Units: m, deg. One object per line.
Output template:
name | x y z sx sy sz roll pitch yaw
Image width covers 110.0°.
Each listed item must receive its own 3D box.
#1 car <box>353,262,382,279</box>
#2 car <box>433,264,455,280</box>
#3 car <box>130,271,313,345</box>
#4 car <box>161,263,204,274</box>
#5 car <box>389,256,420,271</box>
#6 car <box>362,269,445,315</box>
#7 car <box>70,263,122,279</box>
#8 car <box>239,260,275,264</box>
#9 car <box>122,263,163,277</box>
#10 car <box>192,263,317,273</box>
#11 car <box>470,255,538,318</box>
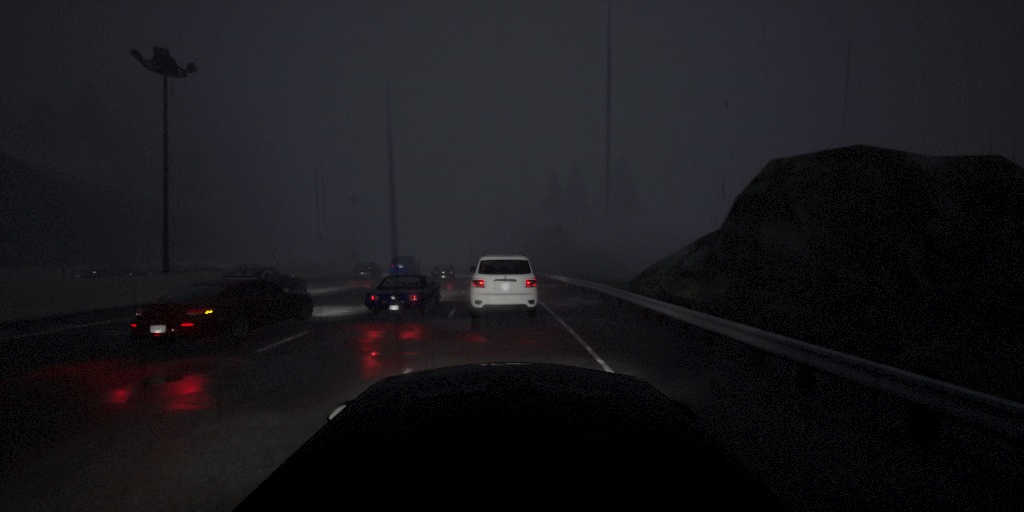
car | -13.374 1.268 33.350 2.128 1.511 4.902 0 0 -10
car | -5.842 1.360 30.901 1.895 1.301 4.718 0 0 -9
car | -7.184 1.291 9.481 1.812 1.442 4.674 0 0 -2
car | -27.366 1.410 31.180 1.895 1.301 4.718 0 0 -10
car | -9.613 0.989 32.277 2.150 2.045 5.566 0 0 -9
car | -3.898 1.358 13.647 1.895 1.301 4.718 0 0 -4
car | -34.355 1.318 30.425 2.128 1.511 4.902 0 0 -11
car | -24.009 1.348 32.344 2.033 1.411 5.357 0 0 -10
car | -31.061 1.365 31.999 2.033 1.411 5.357 0 0 -11
car | -11.109 1.265 16.047 2.128 1.511 4.902 0 0 -4
car | -0.365 0.971 13.265 2.150 2.045 5.566 0 0 -4
